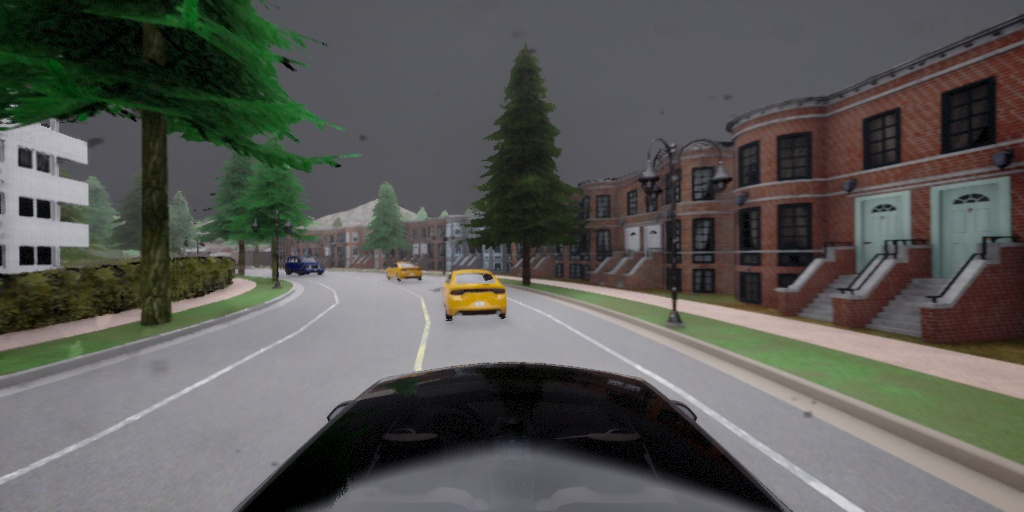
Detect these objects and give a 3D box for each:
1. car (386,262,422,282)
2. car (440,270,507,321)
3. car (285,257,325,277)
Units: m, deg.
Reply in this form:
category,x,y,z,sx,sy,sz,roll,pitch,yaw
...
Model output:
category,x,y,z,sx,sy,sz,roll,pitch,yaw
car,-8.948,1.243,29.470,1.882,1.535,5.008,0,0,-33
car,-1.463,1.215,12.673,1.882,1.535,5.008,0,0,-13
car,-22.101,1.082,38.154,5.566,2.045,2.150,0,0,39
